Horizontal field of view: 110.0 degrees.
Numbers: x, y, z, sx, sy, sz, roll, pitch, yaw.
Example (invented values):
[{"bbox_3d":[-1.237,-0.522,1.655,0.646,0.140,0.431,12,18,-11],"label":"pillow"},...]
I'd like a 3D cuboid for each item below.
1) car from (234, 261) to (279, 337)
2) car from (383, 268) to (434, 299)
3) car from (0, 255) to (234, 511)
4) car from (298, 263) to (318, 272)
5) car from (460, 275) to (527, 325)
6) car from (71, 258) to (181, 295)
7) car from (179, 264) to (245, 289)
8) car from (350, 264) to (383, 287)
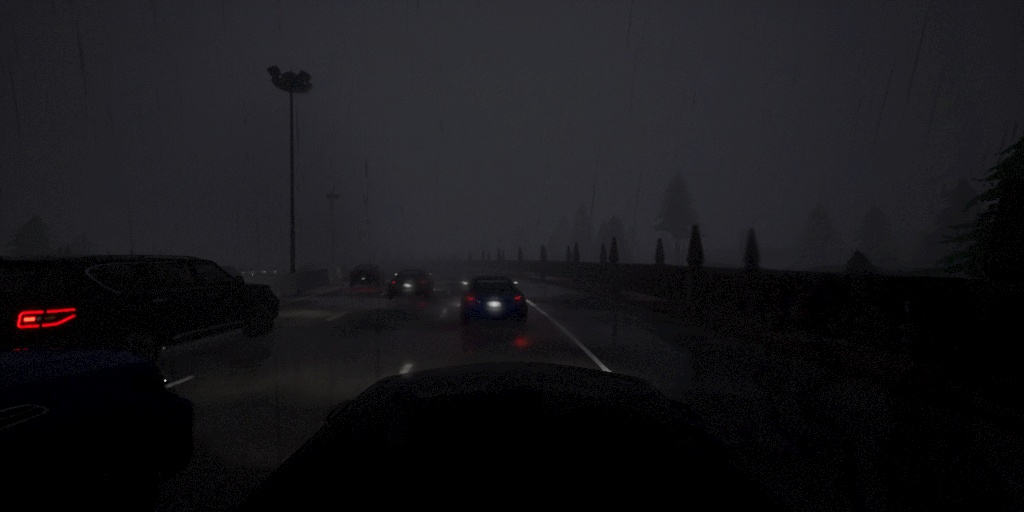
[{"bbox_3d":[-7.208,1.005,7.226,2.150,2.045,5.566,0,0,-3],"label":"car"},{"bbox_3d":[-5.128,1.352,18.574,1.994,1.385,4.181,0,0,-9],"label":"car"},{"bbox_3d":[-3.510,0.985,0.314,2.150,2.045,5.566,0,0,0],"label":"car"},{"bbox_3d":[-25.671,1.570,45.196,1.994,1.385,4.181,0,0,-29],"label":"car"},{"bbox_3d":[-0.683,1.322,11.966,1.994,1.385,4.181,0,0,-6],"label":"car"},{"bbox_3d":[-24.078,1.128,22.786,2.150,2.045,5.566,0,0,-15],"label":"car"},{"bbox_3d":[-21.341,1.404,25.776,1.837,1.490,4.892,0,0,-17],"label":"car"},{"bbox_3d":[-10.206,1.307,25.565,1.882,1.535,5.008,0,0,-14],"label":"car"}]
